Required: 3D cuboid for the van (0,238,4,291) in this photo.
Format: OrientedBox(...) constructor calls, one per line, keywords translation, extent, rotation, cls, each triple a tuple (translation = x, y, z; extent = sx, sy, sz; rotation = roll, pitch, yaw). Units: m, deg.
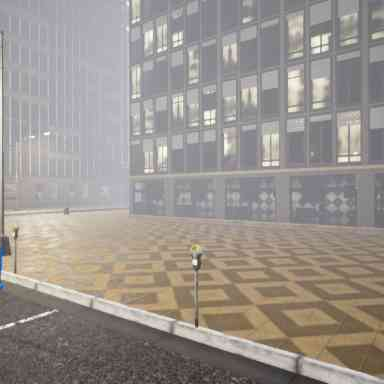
OrientedBox(translation=(-5.614, 1.338, 6.995), extent=(3.998, 1.788, 1.690), rotation=(0, 0, 36), cls="van")
